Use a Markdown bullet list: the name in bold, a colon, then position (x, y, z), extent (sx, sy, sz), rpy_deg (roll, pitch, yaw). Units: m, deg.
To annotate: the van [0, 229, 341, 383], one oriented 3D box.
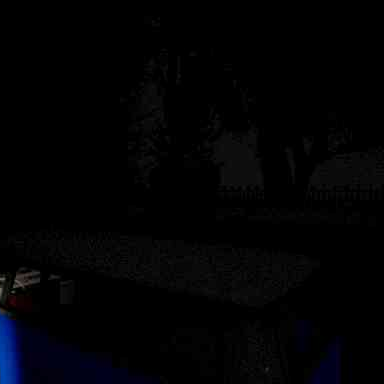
- **van**: position (-0.690, 1.341, 3.203), extent (3.998, 1.788, 1.690), rpy_deg (0, 0, 35)
